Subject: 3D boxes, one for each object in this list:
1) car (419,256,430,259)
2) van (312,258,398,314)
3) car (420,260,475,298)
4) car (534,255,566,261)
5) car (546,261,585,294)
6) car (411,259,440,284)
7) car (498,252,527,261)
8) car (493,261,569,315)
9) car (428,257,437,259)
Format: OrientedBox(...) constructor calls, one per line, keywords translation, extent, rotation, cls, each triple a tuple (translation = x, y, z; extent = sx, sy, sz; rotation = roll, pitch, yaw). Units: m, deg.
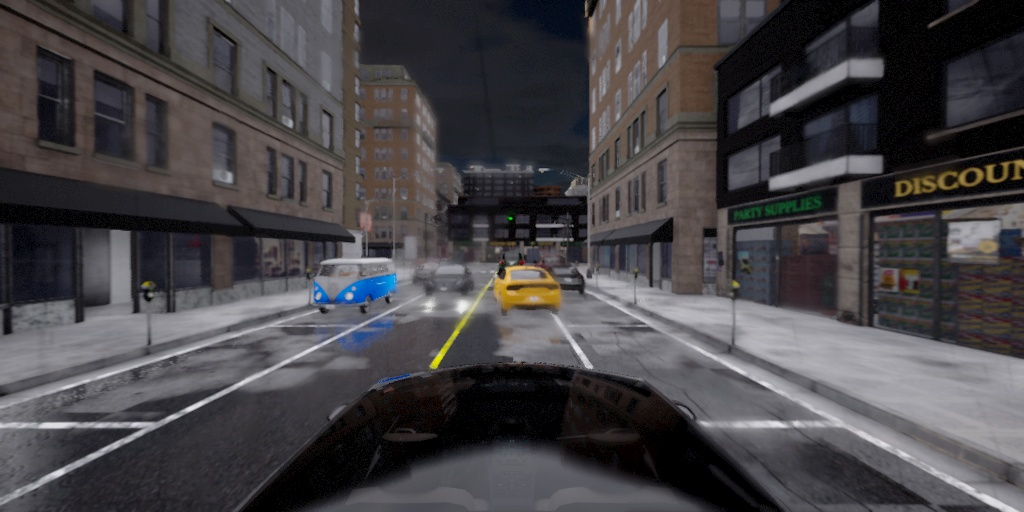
OrientedBox(translation=(-11.672, 0.747, 48.608), extent=(4.181, 1.385, 1.994), rotation=(0, 0, 6), cls="car")
OrientedBox(translation=(-5.416, 0.968, 12.795), extent=(1.690, 1.789, 3.998), rotation=(0, 0, 0), cls="van")
OrientedBox(translation=(-2.884, 1.101, 17.452), extent=(1.812, 1.442, 4.674), rotation=(0, 1, 0), cls="car")
OrientedBox(translation=(2.581, 0.816, 24.138), extent=(2.192, 1.841, 5.009), rotation=(0, 0, 0), cls="car")
OrientedBox(translation=(2.595, 1.130, 18.476), extent=(1.948, 1.339, 4.313), rotation=(0, 0, 0), cls="car")
OrientedBox(translation=(-5.444, 1.053, 24.118), extent=(2.007, 1.370, 4.403), rotation=(0, 0, 0), cls="car")
OrientedBox(translation=(0.020, 0.661, 29.727), extent=(2.150, 2.045, 5.566), rotation=(0, 1, 0), cls="car")
OrientedBox(translation=(0.404, 1.102, 13.053), extent=(1.882, 1.535, 5.008), rotation=(0, 0, -6), cls="car")
OrientedBox(translation=(-5.458, 1.005, 29.780), extent=(1.948, 1.339, 4.313), rotation=(0, 0, 0), cls="car")
